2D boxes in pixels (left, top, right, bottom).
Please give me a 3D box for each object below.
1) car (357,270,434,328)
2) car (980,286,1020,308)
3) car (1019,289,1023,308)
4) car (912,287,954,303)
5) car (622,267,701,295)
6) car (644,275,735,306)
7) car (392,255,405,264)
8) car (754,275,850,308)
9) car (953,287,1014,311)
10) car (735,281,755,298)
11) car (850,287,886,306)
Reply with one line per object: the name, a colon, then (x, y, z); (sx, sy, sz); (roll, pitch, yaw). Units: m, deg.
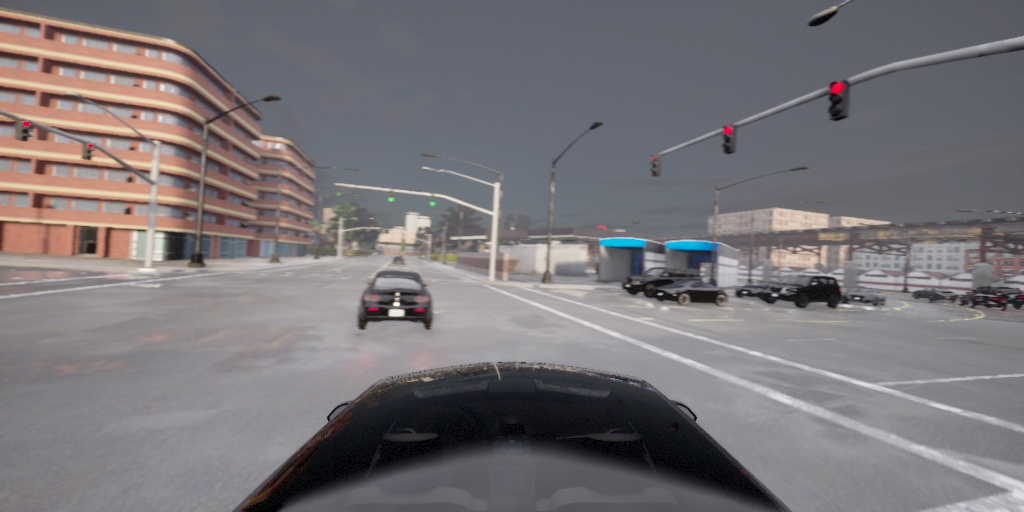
car: (-3.341, 1.130, 10.487); (1.812, 1.442, 4.674); (4, -1, -17)
car: (49.984, 4.166, 37.244); (2.150, 2.045, 5.566); (3, -1, 29)
car: (44.147, 3.757, 28.896); (2.150, 2.045, 5.566); (3, -1, 40)
car: (47.628, 4.328, 40.499); (2.128, 1.511, 4.902); (3, -1, 25)
car: (10.264, 1.758, 24.310); (5.566, 2.045, 2.150); (3, -1, -17)
car: (10.230, 2.068, 20.705); (4.181, 1.385, 1.994); (3, -1, -17)
car: (-19.551, 0.640, 61.870); (1.837, 1.490, 4.892); (3, -1, -17)
car: (19.124, 2.264, 23.616); (5.566, 2.045, 2.150); (4, -1, -22)
car: (42.542, 3.951, 32.482); (1.882, 1.535, 5.008); (3, -1, 39)
car: (19.096, 2.639, 27.444); (4.181, 1.385, 1.994); (4, -1, -25)
car: (27.859, 3.154, 28.381); (4.181, 1.385, 1.994); (4, -1, -35)
